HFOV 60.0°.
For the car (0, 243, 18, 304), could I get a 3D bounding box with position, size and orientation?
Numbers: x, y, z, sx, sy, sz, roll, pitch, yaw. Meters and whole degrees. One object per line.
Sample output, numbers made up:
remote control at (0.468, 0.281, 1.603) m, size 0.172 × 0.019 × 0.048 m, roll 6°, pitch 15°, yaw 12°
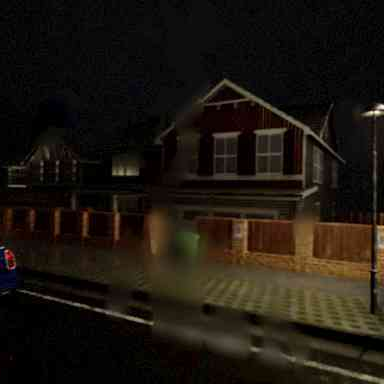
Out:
car at (-5.783, 1.385, 6.960) m, size 4.553 × 1.767 × 2.097 m, roll 0°, pitch -1°, yaw 30°
